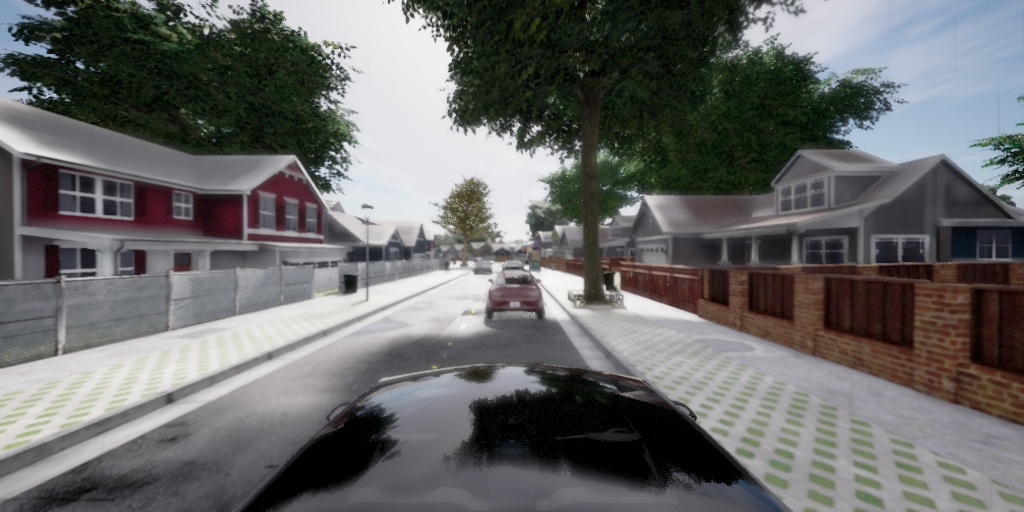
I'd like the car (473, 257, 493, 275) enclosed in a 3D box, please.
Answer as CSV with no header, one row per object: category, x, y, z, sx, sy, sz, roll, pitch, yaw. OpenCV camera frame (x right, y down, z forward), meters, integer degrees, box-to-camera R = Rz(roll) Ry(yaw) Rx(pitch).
car,-2.955,1.161,37.418,1.812,1.442,4.674,0,0,-2

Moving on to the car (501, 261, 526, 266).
car,0.110,1.163,30.405,1.837,1.490,4.892,0,0,0

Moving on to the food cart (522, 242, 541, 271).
food cart,2.711,0.080,44.179,2.280,3.560,4.660,0,0,-3

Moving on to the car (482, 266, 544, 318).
car,0.102,1.241,12.768,1.812,1.442,4.674,0,0,0
